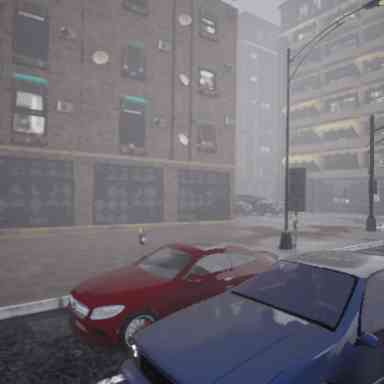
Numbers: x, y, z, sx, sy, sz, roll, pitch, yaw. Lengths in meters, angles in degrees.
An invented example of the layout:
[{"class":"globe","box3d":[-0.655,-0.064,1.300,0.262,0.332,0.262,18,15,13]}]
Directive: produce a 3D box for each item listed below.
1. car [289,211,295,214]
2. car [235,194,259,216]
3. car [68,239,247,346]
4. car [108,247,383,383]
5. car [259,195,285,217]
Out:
[{"class":"car","box3d":[9.870,1.678,36.637,1.752,1.417,4.829,1,-1,-35]},{"class":"car","box3d":[3.547,1.305,31.939,2.192,1.841,5.009,1,-1,-35]},{"class":"car","box3d":[-0.029,1.582,6.059,4.206,1.307,1.802,0,1,-35]},{"class":"car","box3d":[1.888,1.547,4.327,5.357,1.411,2.033,0,0,-35]},{"class":"car","box3d":[6.185,1.261,32.490,2.150,2.045,5.566,1,-1,-35]}]
